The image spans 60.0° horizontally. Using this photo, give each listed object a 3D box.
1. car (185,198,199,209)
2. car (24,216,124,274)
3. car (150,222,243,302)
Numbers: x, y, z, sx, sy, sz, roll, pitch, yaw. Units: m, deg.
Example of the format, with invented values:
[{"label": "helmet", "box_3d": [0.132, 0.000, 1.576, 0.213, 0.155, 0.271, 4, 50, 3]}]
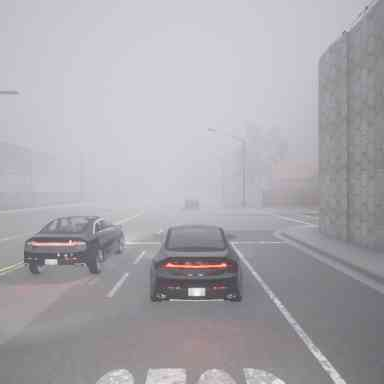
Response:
[{"label": "car", "box_3d": [-0.026, 1.491, 44.232, 2.128, 1.511, 4.902, 0, 0, 0]}, {"label": "car", "box_3d": [-3.430, 1.492, 10.520, 2.128, 1.511, 4.902, 0, 0, 0]}, {"label": "car", "box_3d": [0.078, 1.505, 8.252, 1.837, 1.490, 4.892, 0, 0, 0]}]
